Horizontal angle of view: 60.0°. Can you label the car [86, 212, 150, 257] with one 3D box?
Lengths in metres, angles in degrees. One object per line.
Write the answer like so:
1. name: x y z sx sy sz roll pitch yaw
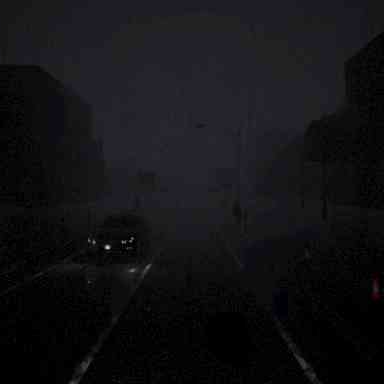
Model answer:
1. car: -2.864 1.645 13.809 1.837 1.490 4.892 0 0 1
